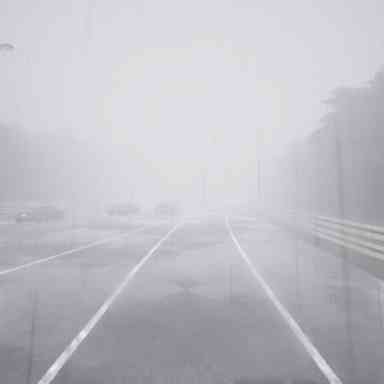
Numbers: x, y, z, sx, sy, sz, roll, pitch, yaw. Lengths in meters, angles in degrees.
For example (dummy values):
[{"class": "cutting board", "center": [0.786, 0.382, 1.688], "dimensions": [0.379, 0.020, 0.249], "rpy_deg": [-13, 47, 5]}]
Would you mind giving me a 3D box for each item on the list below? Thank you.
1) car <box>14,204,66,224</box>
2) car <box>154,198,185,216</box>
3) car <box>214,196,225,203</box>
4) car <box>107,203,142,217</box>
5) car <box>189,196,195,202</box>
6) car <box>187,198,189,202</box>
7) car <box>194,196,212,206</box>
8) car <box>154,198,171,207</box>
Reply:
[{"class": "car", "center": [-11.301, 1.611, 25.064], "dimensions": [1.994, 1.385, 4.181], "rpy_deg": [0, 0, 10]}, {"class": "car", "center": [-2.490, 1.662, 34.690], "dimensions": [2.128, 1.511, 4.902], "rpy_deg": [0, 0, 10]}, {"class": "car", "center": [6.921, 2.021, 87.873], "dimensions": [1.837, 1.490, 4.892], "rpy_deg": [0, 0, 10]}, {"class": "car", "center": [-6.457, 1.728, 32.352], "dimensions": [1.895, 1.301, 4.718], "rpy_deg": [0, 0, 10]}, {"class": "car", "center": [0.025, 1.976, 89.075], "dimensions": [1.837, 1.490, 4.892], "rpy_deg": [0, 0, 10]}, {"class": "car", "center": [-2.454, 1.826, 54.972], "dimensions": [2.033, 1.411, 5.357], "rpy_deg": [0, 0, 10]}, {"class": "car", "center": [2.211, 1.910, 61.250], "dimensions": [1.994, 1.385, 4.181], "rpy_deg": [0, 0, 10]}, {"class": "car", "center": [-5.202, 1.808, 59.523], "dimensions": [1.812, 1.442, 4.674], "rpy_deg": [0, 0, 10]}]
